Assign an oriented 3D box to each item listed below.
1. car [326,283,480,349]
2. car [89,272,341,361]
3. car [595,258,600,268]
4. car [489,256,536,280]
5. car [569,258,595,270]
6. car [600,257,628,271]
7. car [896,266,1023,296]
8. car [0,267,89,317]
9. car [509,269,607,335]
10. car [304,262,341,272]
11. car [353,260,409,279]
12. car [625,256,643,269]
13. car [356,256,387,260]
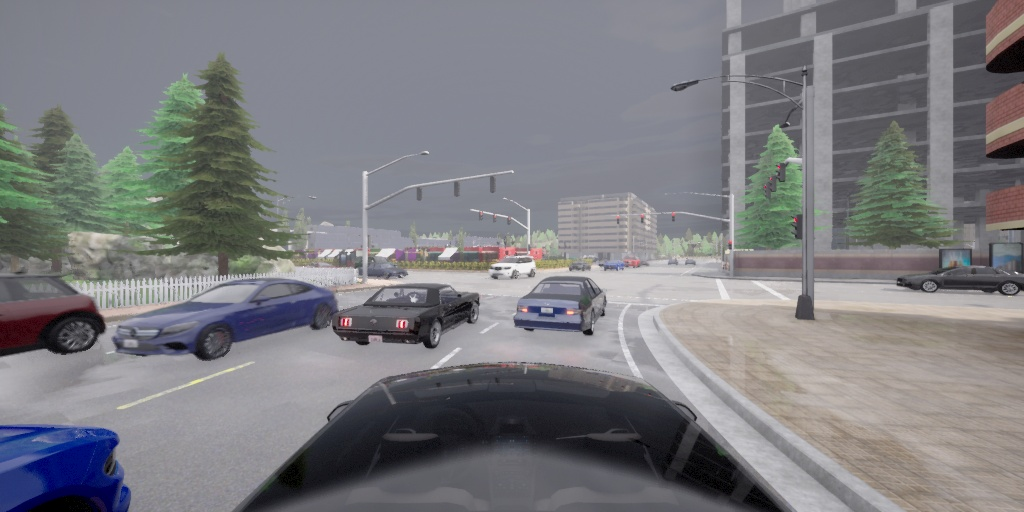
[{"bbox_3d":[-2.268,1.351,9.251,1.895,1.301,4.718,0,0,11],"label":"car"},{"bbox_3d":[-6.212,1.276,8.566,1.812,1.442,4.674,0,0,12],"label":"car"},{"bbox_3d":[15.605,1.350,58.815,1.895,1.301,4.718,0,0,30],"label":"car"},{"bbox_3d":[0.185,1.014,31.752,2.150,2.045,5.566,0,0,30],"label":"car"},{"bbox_3d":[8.992,1.314,47.230,1.994,1.385,4.181,0,0,30],"label":"car"},{"bbox_3d":[13.998,1.227,48.949,1.882,1.535,5.008,0,0,30],"label":"car"},{"bbox_3d":[25.018,1.310,20.027,4.892,1.490,1.837,0,0,30],"label":"car"},{"bbox_3d":[-10.067,1.102,5.829,2.097,1.767,4.553,0,0,8],"label":"car"},{"bbox_3d":[1.666,1.297,10.612,2.033,1.411,5.357,0,0,20],"label":"car"},{"bbox_3d":[-20.102,1.331,37.834,4.674,1.442,1.812,0,0,30],"label":"car"},{"bbox_3d":[-12.063,1.353,33.165,5.357,1.411,2.033,0,0,31],"label":"car"},{"bbox_3d":[19.132,0.971,57.919,2.150,2.045,5.566,0,0,30],"label":"car"},{"bbox_3d":[-14.709,1.027,38.756,5.566,2.045,2.150,0,0,30],"label":"car"}]
